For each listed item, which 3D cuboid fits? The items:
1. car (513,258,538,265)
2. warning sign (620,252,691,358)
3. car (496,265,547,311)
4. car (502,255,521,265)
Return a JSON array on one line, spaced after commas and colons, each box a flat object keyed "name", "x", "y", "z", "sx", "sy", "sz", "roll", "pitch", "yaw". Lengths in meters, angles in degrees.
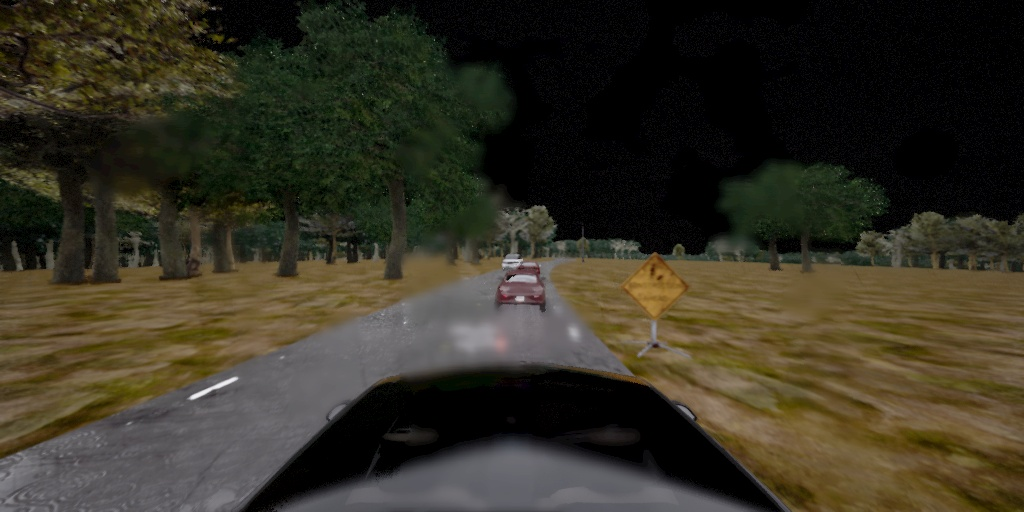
[{"name": "car", "x": 1.411, "y": 1.154, "z": 30.117, "sx": 1.882, "sy": 1.535, "sz": 5.008, "roll": 0, "pitch": 0, "yaw": 5}, {"name": "warning sign", "x": 2.695, "y": 0.861, "z": 6.831, "sx": 1.300, "sy": 1.860, "sz": 1.060, "roll": 0, "pitch": 0, "yaw": 1}, {"name": "car", "x": 0.393, "y": 1.252, "z": 14.275, "sx": 1.812, "sy": 1.442, "sz": 4.674, "roll": 0, "pitch": 0, "yaw": 2}, {"name": "car", "x": 0.099, "y": 0.828, "z": 46.858, "sx": 2.150, "sy": 2.045, "sz": 5.566, "roll": 0, "pitch": 0, "yaw": 8}]
